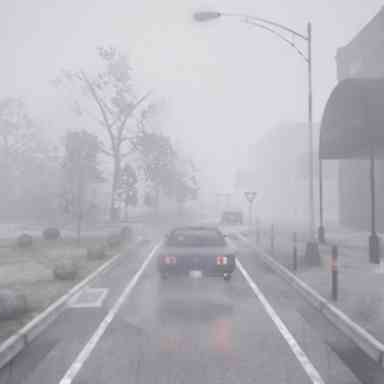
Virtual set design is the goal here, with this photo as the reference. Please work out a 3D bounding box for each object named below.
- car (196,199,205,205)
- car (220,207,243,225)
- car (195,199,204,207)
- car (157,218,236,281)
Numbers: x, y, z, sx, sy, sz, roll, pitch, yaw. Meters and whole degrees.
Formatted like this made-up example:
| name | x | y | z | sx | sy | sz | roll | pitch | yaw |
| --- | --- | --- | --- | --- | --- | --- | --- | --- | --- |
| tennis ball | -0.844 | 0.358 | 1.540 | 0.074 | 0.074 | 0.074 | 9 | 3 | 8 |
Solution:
| name | x | y | z | sx | sy | sz | roll | pitch | yaw |
| --- | --- | --- | --- | --- | --- | --- | --- | --- | --- |
| car | 2.303 | 2.637 | 88.923 | 1.895 | 1.301 | 4.718 | 0 | -1 | 5 |
| car | 3.567 | 2.128 | 30.362 | 1.882 | 1.535 | 5.008 | 1 | -2 | 5 |
| car | 1.674 | 2.564 | 76.899 | 1.837 | 1.490 | 4.892 | 0 | 0 | 2 |
| car | 0.102 | 1.670 | 10.022 | 1.895 | 1.301 | 4.718 | 0 | -1 | 0 |
